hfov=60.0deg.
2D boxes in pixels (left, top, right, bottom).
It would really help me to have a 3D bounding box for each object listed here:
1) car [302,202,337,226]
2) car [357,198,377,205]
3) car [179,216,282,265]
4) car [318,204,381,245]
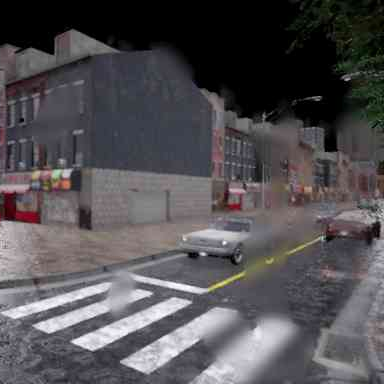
[{"bbox_3d":[8.989,1.468,22.696,2.128,1.511,4.902,0,0,35],"label":"car"},{"bbox_3d":[21.461,1.560,40.677,1.837,1.490,4.892,0,-1,35],"label":"car"},{"bbox_3d":[1.561,1.569,11.907,1.895,1.301,4.718,0,0,34],"label":"car"},{"bbox_3d":[7.541,1.505,15.486,1.812,1.442,4.674,0,0,35],"label":"car"}]
